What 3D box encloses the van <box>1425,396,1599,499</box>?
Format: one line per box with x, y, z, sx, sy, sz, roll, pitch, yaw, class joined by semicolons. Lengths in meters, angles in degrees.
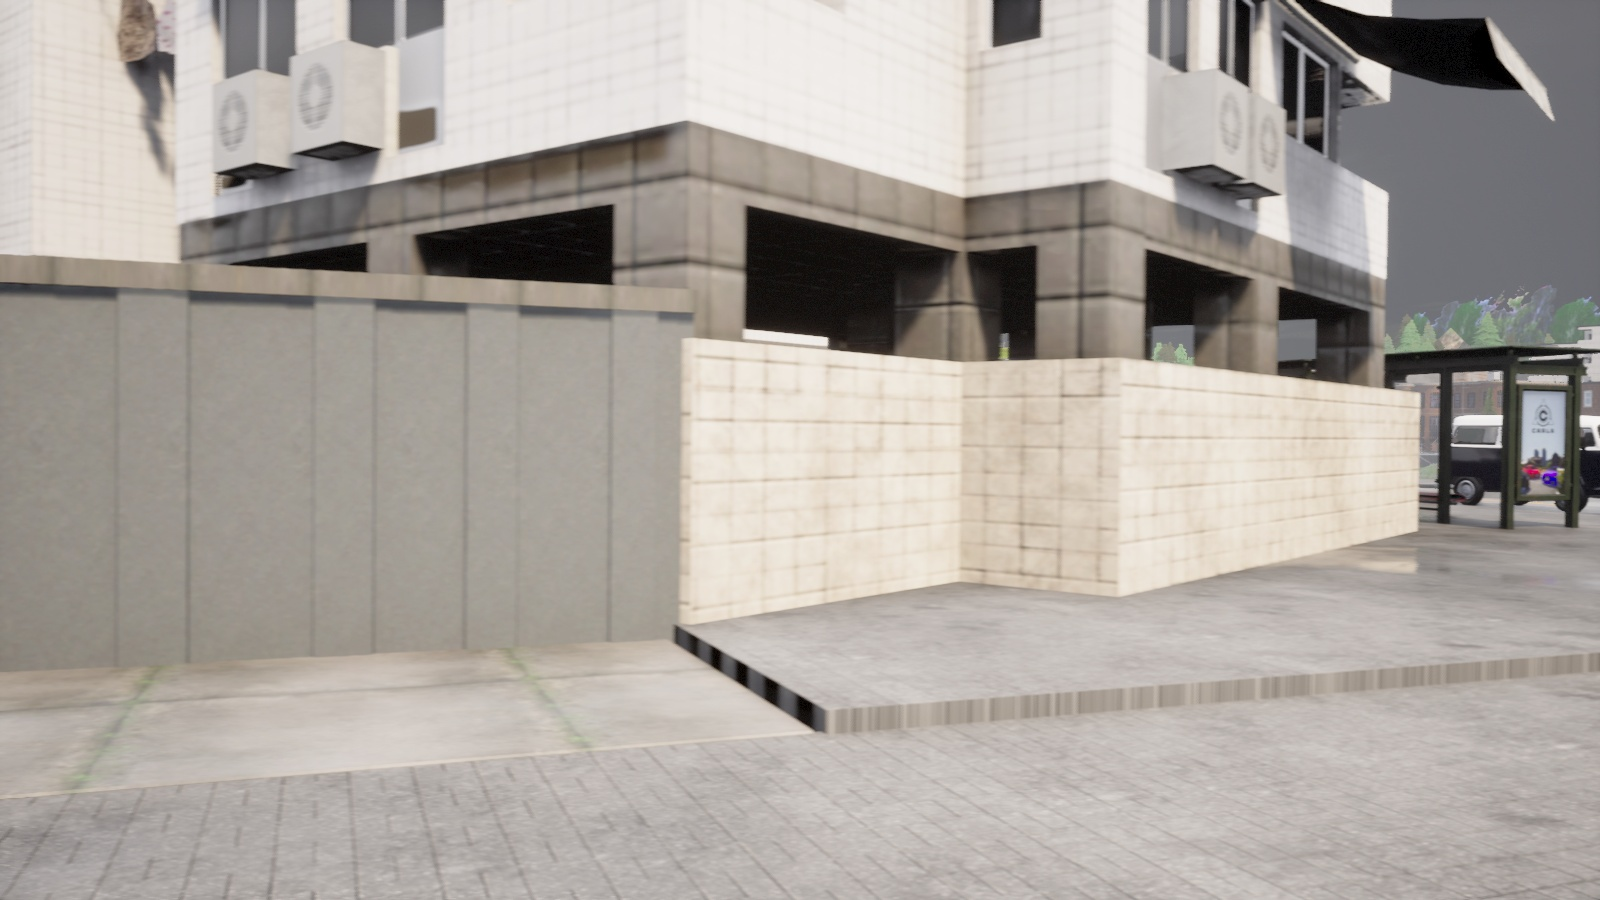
16.039;-0.091;26.976;2.069;2.038;4.480;-1;1;-21;van
